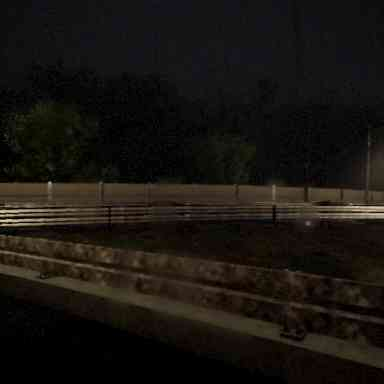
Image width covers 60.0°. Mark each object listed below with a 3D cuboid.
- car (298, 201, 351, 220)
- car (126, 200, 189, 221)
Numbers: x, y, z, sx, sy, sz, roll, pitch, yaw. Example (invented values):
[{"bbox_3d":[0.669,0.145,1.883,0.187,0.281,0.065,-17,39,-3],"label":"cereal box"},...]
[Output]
[{"bbox_3d":[11.742,1.533,29.425,4.892,1.490,1.837,2,-1,-18],"label":"car"},{"bbox_3d":[-2.492,1.346,24.569,4.674,1.442,1.812,0,0,-19],"label":"car"}]
